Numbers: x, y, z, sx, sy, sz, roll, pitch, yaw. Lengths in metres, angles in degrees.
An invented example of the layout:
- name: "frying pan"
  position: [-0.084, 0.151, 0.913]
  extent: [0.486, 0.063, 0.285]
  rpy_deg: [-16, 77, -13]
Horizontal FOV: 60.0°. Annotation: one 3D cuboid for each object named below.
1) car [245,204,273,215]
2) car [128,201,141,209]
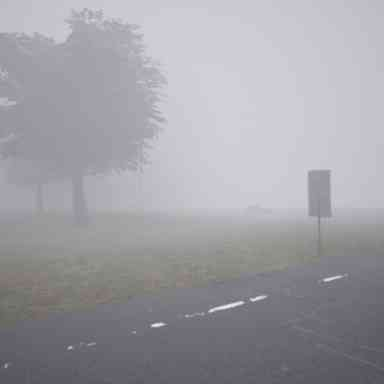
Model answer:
- name: "car"
  position: [9.757, 2.563, 48.726]
  extent: [1.812, 1.442, 4.674]
  rpy_deg: [-2, 0, -35]
- name: "car"
  position: [-15.488, 3.559, 88.981]
  extent: [2.150, 2.045, 5.566]
  rpy_deg: [-2, -1, -28]
